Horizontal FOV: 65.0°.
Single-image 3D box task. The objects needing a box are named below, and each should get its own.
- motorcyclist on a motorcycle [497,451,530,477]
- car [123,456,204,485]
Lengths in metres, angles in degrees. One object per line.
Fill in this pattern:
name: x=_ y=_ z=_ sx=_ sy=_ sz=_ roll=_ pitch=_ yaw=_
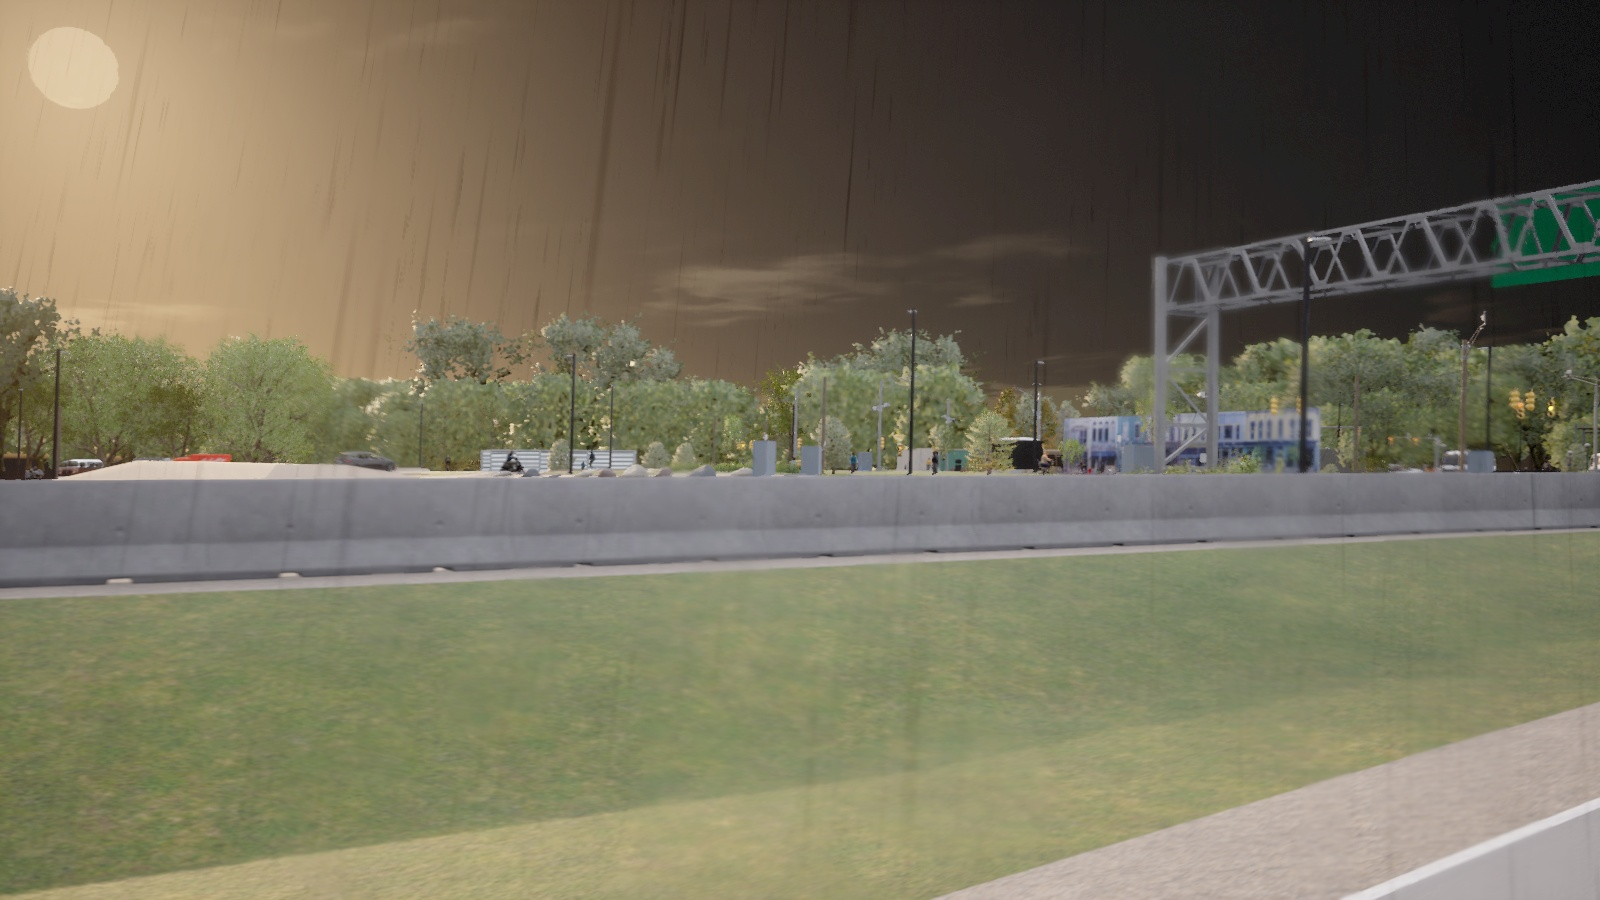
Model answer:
motorcyclist on a motorcycle: x=-17.916 y=0.873 z=78.506 sx=1.817 sy=1.590 sz=0.866 roll=-2 pitch=-2 yaw=23
car: x=-44.330 y=1.452 z=87.525 sx=4.553 sy=1.767 sz=2.097 roll=-3 pitch=-1 yaw=0
